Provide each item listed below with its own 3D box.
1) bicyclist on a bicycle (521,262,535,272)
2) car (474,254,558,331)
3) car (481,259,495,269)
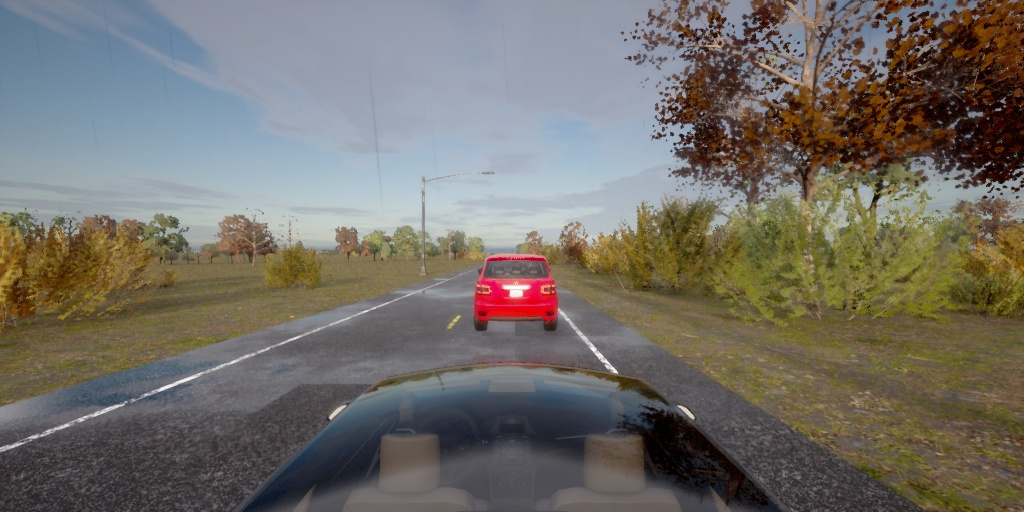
[{"bbox_3d":[0.945,1.114,18.797,0.659,1.776,1.843,0,0,0],"label":"bicyclist on a bicycle"},{"bbox_3d":[0.093,0.968,11.091,2.150,2.045,5.566,0,0,0],"label":"car"},{"bbox_3d":[-3.875,1.283,58.387,2.033,1.411,5.357,0,0,0],"label":"car"}]
